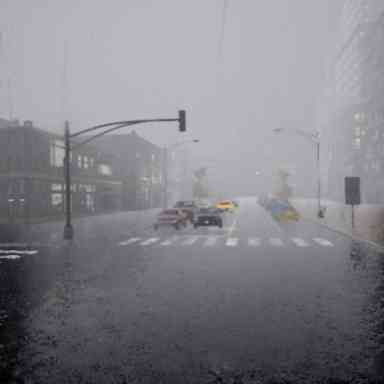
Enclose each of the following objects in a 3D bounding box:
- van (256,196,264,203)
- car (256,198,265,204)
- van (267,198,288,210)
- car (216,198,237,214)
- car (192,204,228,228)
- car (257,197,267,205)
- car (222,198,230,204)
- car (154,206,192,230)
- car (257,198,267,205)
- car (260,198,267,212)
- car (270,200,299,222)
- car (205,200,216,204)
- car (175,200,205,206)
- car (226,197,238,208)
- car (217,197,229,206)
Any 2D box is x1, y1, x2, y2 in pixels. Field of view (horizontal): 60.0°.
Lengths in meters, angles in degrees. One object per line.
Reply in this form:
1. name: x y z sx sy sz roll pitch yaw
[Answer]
1. van: 14.111 1.781 65.824 1.690 1.788 3.998 -1 -1 9
2. car: 16.843 2.133 82.249 1.947 1.339 4.313 -1 -1 9
3. van: 8.653 1.528 32.969 1.690 1.788 3.998 -1 -1 9
4. car: 4.118 1.850 40.918 1.882 1.535 5.008 -1 -1 10
5. car: 1.281 1.805 23.908 1.994 1.385 4.181 -1 -1 9
6. car: 12.295 1.921 54.870 1.947 1.339 4.313 -1 -1 9
7. car: 8.549 2.283 83.451 1.752 1.417 4.829 -1 -1 9
8. car: -1.428 1.875 23.384 1.802 1.307 4.206 -1 -1 9
9. car: 15.052 2.009 71.465 1.752 1.417 4.829 -1 -1 9
10. car: 10.475 1.822 43.919 2.008 1.369 4.403 -1 -1 9
11. car: 7.773 1.671 27.659 1.752 1.417 4.829 -1 -1 9
12. car: 1.300 1.970 39.812 2.008 1.369 4.403 -1 -1 9
13. car: -0.523 1.650 28.863 2.192 1.841 5.009 -1 -1 9
14. car: 7.053 2.111 58.043 1.994 1.385 4.181 -1 -1 9
15. car: 6.754 1.988 72.669 2.192 1.841 5.009 -1 -1 9
